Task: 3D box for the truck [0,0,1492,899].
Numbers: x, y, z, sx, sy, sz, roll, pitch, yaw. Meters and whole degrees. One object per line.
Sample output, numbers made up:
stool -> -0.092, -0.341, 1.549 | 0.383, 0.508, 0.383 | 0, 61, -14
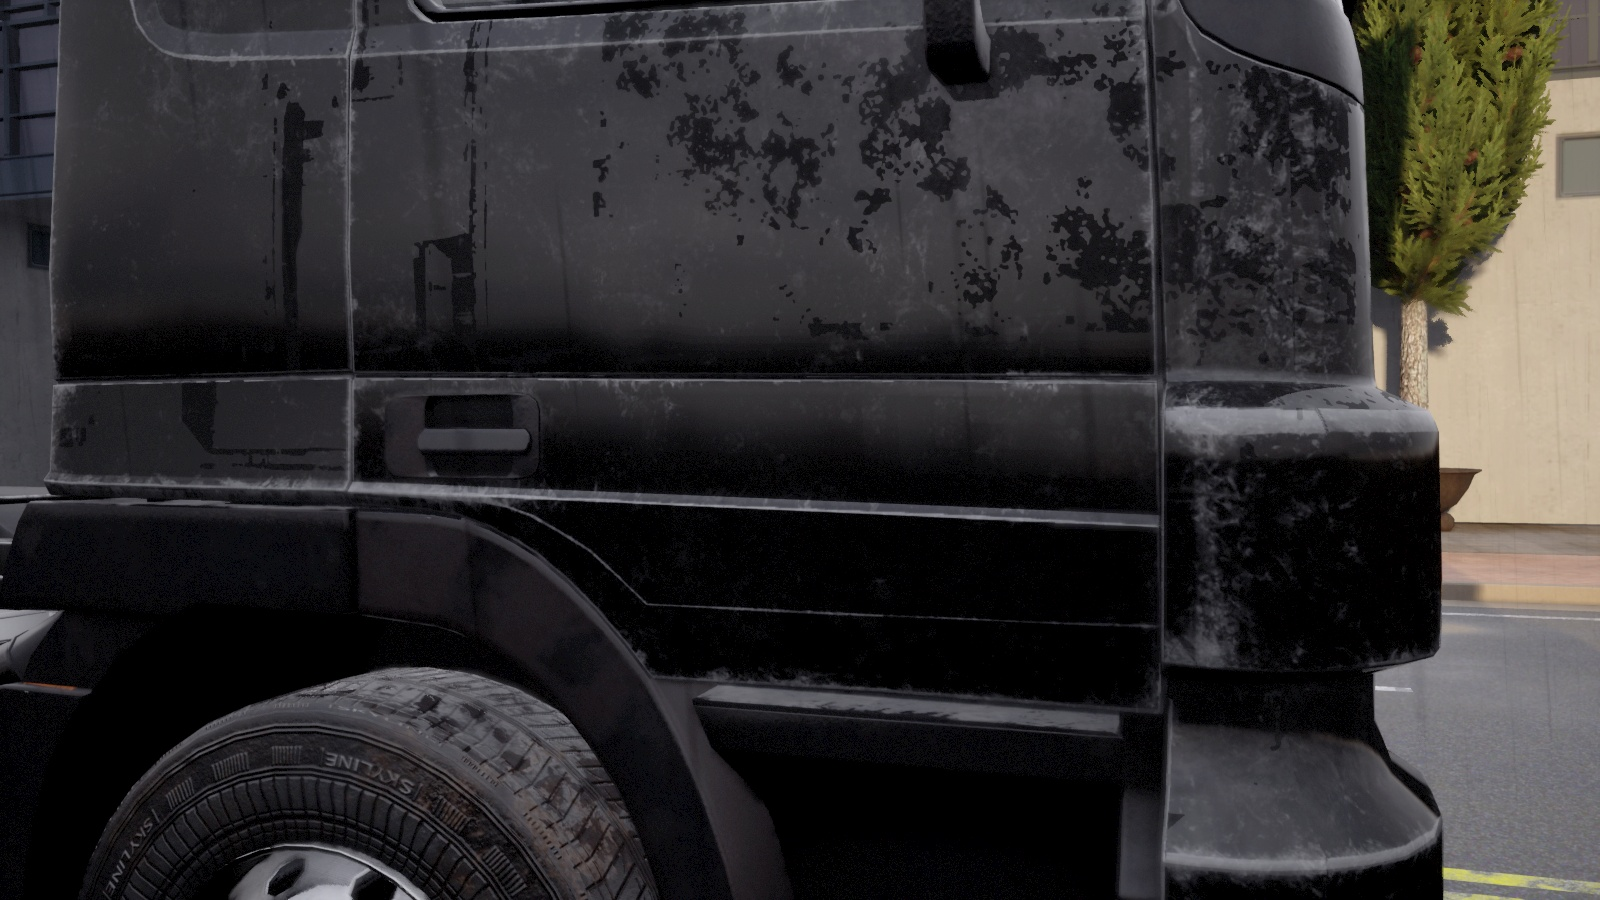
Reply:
truck -> -2.510, -0.230, 4.057 | 7.936, 3.462, 2.891 | 1, 1, 19
